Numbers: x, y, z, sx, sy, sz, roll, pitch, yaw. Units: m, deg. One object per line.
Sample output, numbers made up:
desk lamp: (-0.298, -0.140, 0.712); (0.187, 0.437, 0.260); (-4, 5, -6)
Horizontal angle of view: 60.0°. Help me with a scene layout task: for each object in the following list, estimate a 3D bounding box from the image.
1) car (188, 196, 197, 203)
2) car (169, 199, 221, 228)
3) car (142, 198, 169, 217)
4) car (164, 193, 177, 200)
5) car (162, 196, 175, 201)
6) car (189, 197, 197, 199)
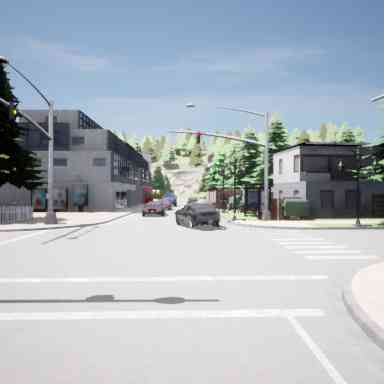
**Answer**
car: (0.170, 1.601, 69.945); (1.895, 1.301, 4.718); (0, 0, 0)
car: (0.265, 1.506, 22.045); (1.837, 1.490, 4.892); (-4, 2, -21)
car: (-3.552, 1.564, 31.674); (1.994, 1.385, 4.181); (0, 0, 0)
car: (-3.519, 1.221, 52.455); (2.150, 2.045, 5.566); (0, 0, 0)
car: (-3.535, 1.526, 41.828); (1.812, 1.442, 4.674); (0, 0, 0)
car: (0.181, 1.547, 59.522); (2.033, 1.411, 5.357); (0, 0, 0)
